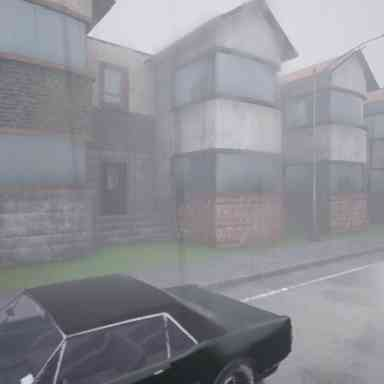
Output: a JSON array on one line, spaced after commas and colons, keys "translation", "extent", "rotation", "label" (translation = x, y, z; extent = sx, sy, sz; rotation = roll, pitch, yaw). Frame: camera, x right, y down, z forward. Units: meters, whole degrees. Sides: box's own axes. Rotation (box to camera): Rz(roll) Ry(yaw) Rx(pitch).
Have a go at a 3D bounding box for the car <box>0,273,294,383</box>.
[{"translation": [-1.227, 1.601, 3.016], "extent": [4.718, 1.301, 1.895], "rotation": [0, 0, -38], "label": "car"}]
